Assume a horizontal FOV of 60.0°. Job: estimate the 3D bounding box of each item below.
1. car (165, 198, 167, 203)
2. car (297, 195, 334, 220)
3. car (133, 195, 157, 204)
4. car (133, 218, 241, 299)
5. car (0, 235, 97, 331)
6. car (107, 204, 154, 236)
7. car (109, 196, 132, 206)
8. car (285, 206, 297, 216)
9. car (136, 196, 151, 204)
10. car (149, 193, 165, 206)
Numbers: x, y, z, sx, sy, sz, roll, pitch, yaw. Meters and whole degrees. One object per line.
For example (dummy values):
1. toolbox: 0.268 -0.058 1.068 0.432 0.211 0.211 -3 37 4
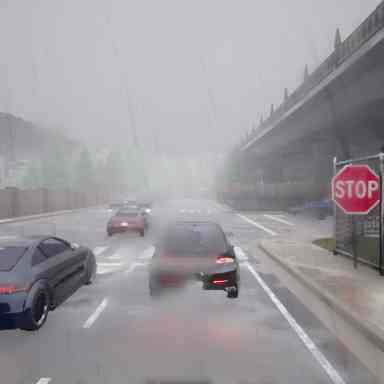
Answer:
1. car: -6.095 1.564 66.506 1.994 1.385 4.181 0 0 2
2. car: 12.017 1.222 27.456 5.566 2.045 2.150 0 0 0
3. car: -6.466 1.505 46.015 1.837 1.490 4.892 0 0 1
4. car: 0.060 1.492 8.464 2.128 1.511 4.902 0 0 0
5. car: -3.413 1.564 6.842 1.994 1.385 4.181 0 0 0
6. car: -3.346 1.564 18.502 1.994 1.385 4.181 0 0 0
7. car: -9.971 1.505 45.697 1.837 1.490 4.892 0 0 1
8. car: 11.544 1.547 30.957 5.357 1.411 2.033 0 0 0
9. car: -9.599 1.547 66.279 2.033 1.411 5.357 0 0 1
10. car: -6.314 1.221 55.868 2.150 2.045 5.566 0 0 1
